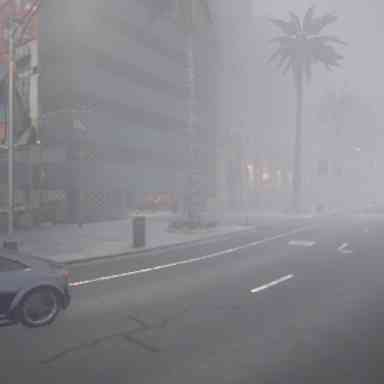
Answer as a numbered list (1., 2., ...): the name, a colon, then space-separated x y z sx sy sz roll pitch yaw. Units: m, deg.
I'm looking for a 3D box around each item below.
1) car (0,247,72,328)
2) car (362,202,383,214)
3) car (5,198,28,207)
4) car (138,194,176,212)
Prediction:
1. car: -4.225 1.610 5.472 4.181 1.385 1.994 0 0 -38
2. car: 21.428 1.825 39.251 1.895 1.301 4.718 0 0 35
3. car: -29.024 1.846 56.450 2.161 1.482 4.786 0 0 35
4. car: -4.016 1.303 39.699 2.435 2.045 5.566 0 0 35
